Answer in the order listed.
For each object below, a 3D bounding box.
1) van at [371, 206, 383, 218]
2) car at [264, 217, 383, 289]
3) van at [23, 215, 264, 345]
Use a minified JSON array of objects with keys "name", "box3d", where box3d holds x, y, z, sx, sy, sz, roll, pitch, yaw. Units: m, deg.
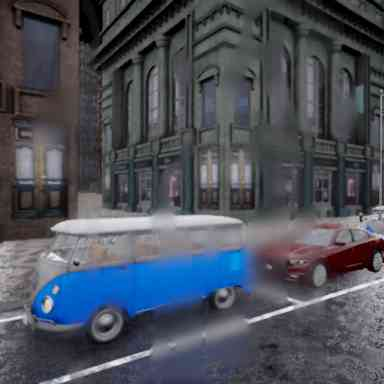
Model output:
[{"name":"van","box3d":[8.116,1.389,12.438,3.998,1.788,1.690,0,0,-36]},{"name":"car","box3d":[3.686,1.574,9.278,4.507,1.381,1.887,0,0,-36]},{"name":"van","box3d":[-0.743,1.351,6.118,3.998,1.788,1.690,0,0,-36]}]
